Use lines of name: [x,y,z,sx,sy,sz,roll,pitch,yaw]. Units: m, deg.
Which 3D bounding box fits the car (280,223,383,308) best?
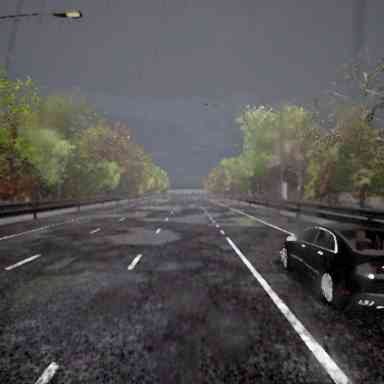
car: [3.517,1.492,7.860,1.837,1.490,4.892,0,0,-1]
